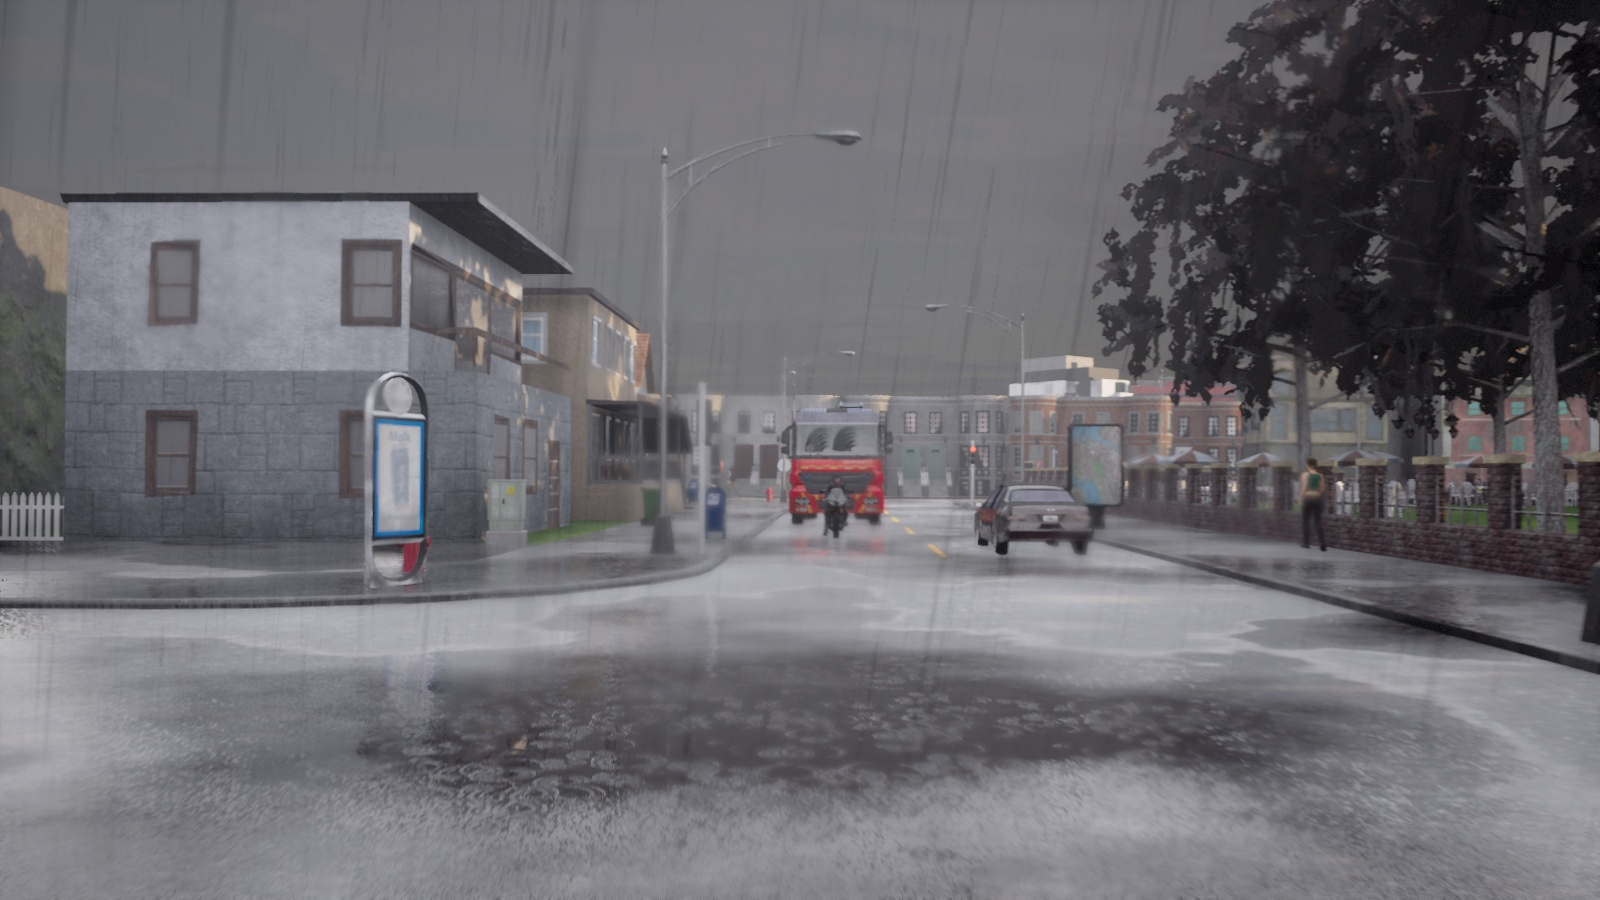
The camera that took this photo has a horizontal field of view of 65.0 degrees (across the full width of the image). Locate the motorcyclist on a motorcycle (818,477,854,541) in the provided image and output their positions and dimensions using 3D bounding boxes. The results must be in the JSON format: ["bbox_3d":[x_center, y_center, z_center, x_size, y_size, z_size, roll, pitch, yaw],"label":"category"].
[{"bbox_3d":[0.894,1.452,31.360,0.866,1.530,2.191,0,-1,2],"label":"motorcyclist on a motorcycle"}]

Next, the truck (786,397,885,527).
[{"bbox_3d":[1.164,0.442,41.304,2.891,3.827,8.468,0,-1,2],"label":"truck"}]

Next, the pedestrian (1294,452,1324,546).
[{"bbox_3d":[10.073,0.965,24.839,0.345,1.836,0.594,0,-1,2],"label":"pedestrian"}]

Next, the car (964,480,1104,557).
[{"bbox_3d":[4.769,1.353,26.358,2.033,1.411,5.357,0,-1,1],"label":"car"}]
